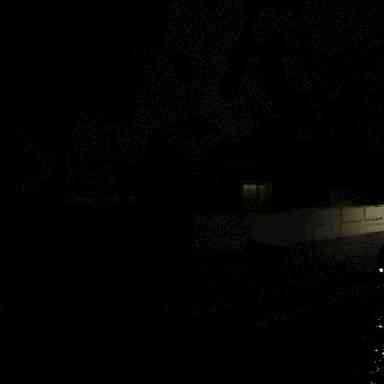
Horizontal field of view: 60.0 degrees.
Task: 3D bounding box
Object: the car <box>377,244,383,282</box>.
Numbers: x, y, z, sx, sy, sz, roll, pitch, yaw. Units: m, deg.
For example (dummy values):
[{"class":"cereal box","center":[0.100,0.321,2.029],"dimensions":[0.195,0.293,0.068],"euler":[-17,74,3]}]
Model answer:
[{"class":"car","center":[6.603,1.182,7.781],"dimensions":[5.566,2.045,2.150],"euler":[-1,1,-35]}]
